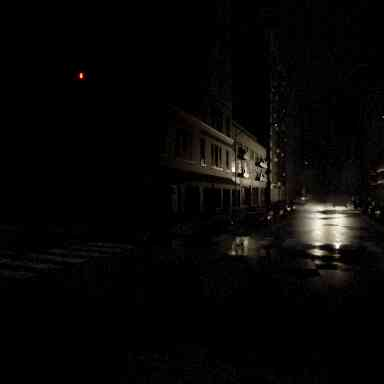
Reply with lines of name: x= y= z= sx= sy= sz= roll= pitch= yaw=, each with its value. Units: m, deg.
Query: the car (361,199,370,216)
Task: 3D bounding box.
car: x=16.541 y=1.553 z=29.367 sx=2.008 sy=1.369 sz=4.403 roll=1 pitch=0 yaw=22

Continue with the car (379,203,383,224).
car: x=12.363 y=1.568 z=19.124 sx=1.947 sy=1.339 sz=4.313 roll=1 pitch=0 yaw=22

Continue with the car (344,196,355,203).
car: x=33.252 y=1.577 z=70.335 sx=1.802 sy=1.307 sz=4.206 roll=1 pitch=0 yaw=22

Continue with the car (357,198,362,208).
car: x=18.630 y=1.547 z=34.488 sx=1.887 sy=1.381 sz=4.507 roll=1 pitch=0 yaw=22

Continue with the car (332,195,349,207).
car: x=22.499 y=1.526 z=50.758 sx=1.812 sy=1.442 sz=4.674 roll=0 pitch=0 yaw=22

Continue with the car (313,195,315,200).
car: x=25.353 y=1.310 z=73.537 sx=2.192 sy=1.841 sz=5.009 roll=1 pitch=0 yaw=22

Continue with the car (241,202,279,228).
car: x=4.467 y=1.584 z=22.341 sx=1.802 sy=1.307 sz=4.206 roll=1 pitch=0 yaw=22

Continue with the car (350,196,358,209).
car: x=22.807 y=1.567 z=44.730 sx=1.947 sy=1.339 sz=4.313 roll=1 pitch=0 yaw=22

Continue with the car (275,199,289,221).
car: x=6.556 y=1.568 z=27.460 sx=1.947 sy=1.339 sz=4.313 roll=1 pitch=0 yaw=22

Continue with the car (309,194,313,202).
car: x=23.263 y=1.562 z=68.418 sx=1.947 sy=1.339 sz=4.313 roll=1 pitch=0 yaw=22

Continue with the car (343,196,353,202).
car: x=35.341 y=1.559 z=75.457 sx=1.947 sy=1.339 sz=4.313 roll=1 pitch=0 yaw=22

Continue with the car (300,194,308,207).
car: x=16.934 y=1.525 z=52.902 sx=1.752 sy=1.417 sz=4.829 roll=1 pitch=0 yaw=22

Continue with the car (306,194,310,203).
car: x=19.086 y=1.565 z=58.179 sx=1.947 sy=1.339 sz=4.313 roll=1 pitch=0 yaw=22

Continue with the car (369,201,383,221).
car: x=14.452 y=1.547 z=24.245 sx=1.887 sy=1.381 sz=4.507 roll=1 pitch=0 yaw=22

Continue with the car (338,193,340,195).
car: x=39.519 y=1.432 z=85.698 sx=1.967 sy=1.590 sz=4.097 roll=1 pitch=0 yaw=22

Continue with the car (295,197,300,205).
car: x=10.733 y=1.547 z=37.700 sx=1.887 sy=1.381 sz=4.507 roll=1 pitch=0 yaw=22

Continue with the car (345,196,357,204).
car: x=31.163 y=1.562 z=65.214 sx=1.947 sy=1.339 sz=4.313 roll=1 pitch=0 yaw=22

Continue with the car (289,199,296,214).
car: x=8.644 y=1.553 z=32.580 sx=2.008 sy=1.369 sz=4.403 roll=1 pitch=0 yaw=22
